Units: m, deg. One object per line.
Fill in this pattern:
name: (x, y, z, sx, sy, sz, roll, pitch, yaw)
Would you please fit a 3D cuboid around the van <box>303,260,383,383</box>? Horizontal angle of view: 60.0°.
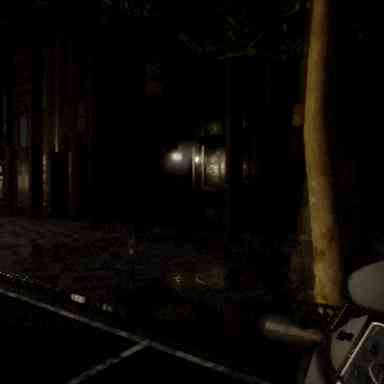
van: (2.467, 1.341, 1.321, 3.998, 1.788, 1.690, 0, 0, 36)
